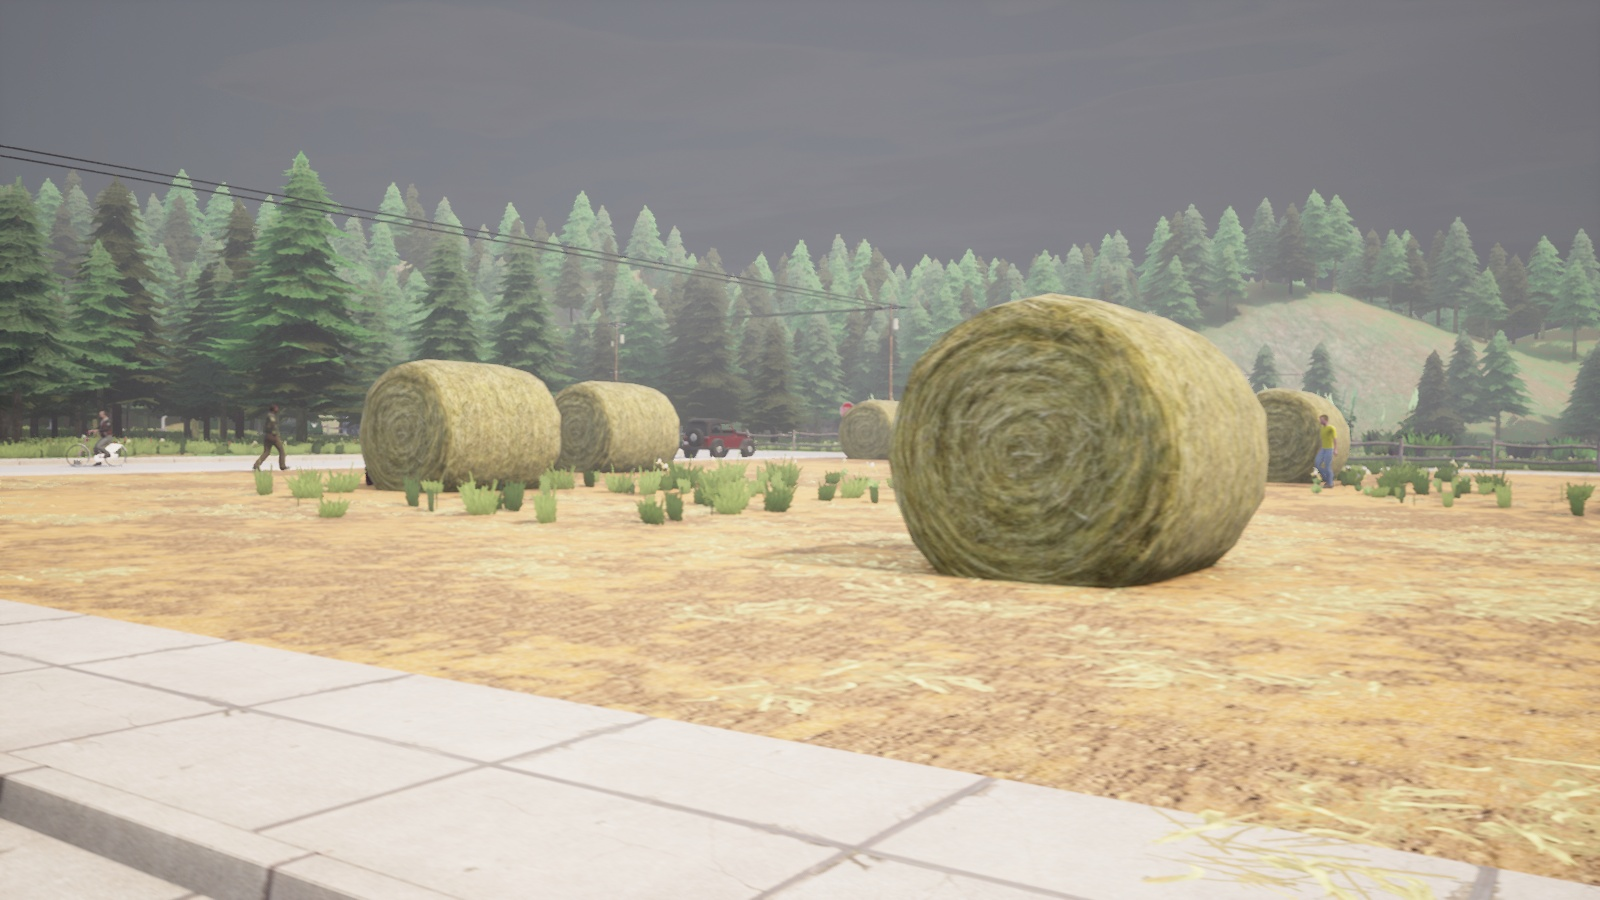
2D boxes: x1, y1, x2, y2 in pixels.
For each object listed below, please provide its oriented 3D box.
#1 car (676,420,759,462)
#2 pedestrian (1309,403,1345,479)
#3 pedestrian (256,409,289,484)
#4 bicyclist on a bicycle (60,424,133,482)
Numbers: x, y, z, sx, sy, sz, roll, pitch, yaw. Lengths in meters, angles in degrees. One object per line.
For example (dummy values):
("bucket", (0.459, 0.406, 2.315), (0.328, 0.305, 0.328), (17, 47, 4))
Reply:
("car", (-3.835, -0.456, 58.883), (1.905, 1.878, 3.866), (0, 1, 35))
("pedestrian", (12.773, -0.223, 30.445), (0.706, 1.836, 0.354), (0, 1, -3))
("pedestrian", (-13.757, -0.098, 32.754), (0.692, 1.930, 0.395), (-1, 1, -39))
("bicyclist on a bicycle", (-21.861, 0.071, 39.043), (0.659, 1.776, 1.843), (0, 1, 35))
